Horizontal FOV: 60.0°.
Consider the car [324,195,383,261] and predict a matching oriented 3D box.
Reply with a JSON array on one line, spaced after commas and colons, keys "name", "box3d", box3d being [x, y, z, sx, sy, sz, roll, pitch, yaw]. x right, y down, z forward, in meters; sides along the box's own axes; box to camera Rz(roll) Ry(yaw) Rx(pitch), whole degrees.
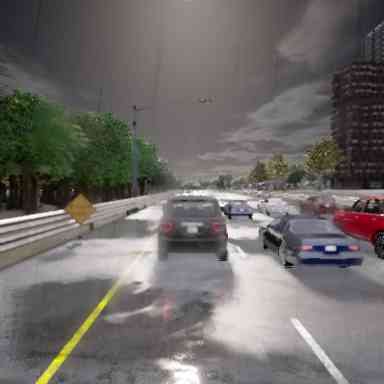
[{"name": "car", "box3d": [7.040, 1.120, 11.983, 2.150, 2.045, 5.566, 0, 1, 1]}]

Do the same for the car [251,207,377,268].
[{"name": "car", "box3d": [3.530, 1.454, 10.929, 2.033, 1.411, 5.357, 0, 1, 0]}]

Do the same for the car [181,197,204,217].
[{"name": "car", "box3d": [0.073, 1.243, 28.866, 1.812, 1.442, 4.674, 0, 1, 1]}]

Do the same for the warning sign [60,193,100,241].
[{"name": "warning sign", "box3d": [-4.533, 0.999, 13.560, 1.300, 1.860, 1.060, 0, 1, 0]}]

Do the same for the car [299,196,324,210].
[{"name": "car", "box3d": [10.564, 1.078, 27.981, 2.097, 1.767, 4.553, 0, 1, 1]}]

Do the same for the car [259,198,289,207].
[{"name": "car", "box3d": [7.071, 1.243, 28.837, 1.812, 1.442, 4.674, 0, 1, 1]}]

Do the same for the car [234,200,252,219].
[{"name": "car", "box3d": [3.541, 1.299, 25.921, 2.033, 1.411, 5.357, 0, 1, 0]}]

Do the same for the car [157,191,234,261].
[{"name": "car", "box3d": [0.041, 1.120, 12.010, 2.150, 2.045, 5.566, 0, 1, 1]}]
